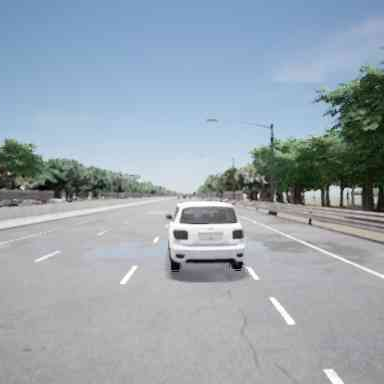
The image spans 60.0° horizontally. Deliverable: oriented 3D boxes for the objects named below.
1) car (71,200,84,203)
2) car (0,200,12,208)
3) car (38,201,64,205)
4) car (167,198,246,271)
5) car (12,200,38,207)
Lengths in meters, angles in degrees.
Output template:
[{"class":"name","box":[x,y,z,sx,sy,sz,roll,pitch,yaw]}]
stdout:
[{"class":"car","box":[-17.752,2.014,51.890,1.994,1.385,4.181,0,-1,0]},{"class":"car","box":[-28.239,1.947,50.858,1.837,1.490,4.892,0,-1,0]},{"class":"car","box":[-21.248,2.044,51.114,1.895,1.301,4.718,0,-1,0]},{"class":"car","box":[0.313,1.353,11.462,2.150,2.045,5.566,0,-1,-4]},{"class":"car","box":[-24.741,1.989,50.903,2.033,1.411,5.357,0,-1,0]}]
